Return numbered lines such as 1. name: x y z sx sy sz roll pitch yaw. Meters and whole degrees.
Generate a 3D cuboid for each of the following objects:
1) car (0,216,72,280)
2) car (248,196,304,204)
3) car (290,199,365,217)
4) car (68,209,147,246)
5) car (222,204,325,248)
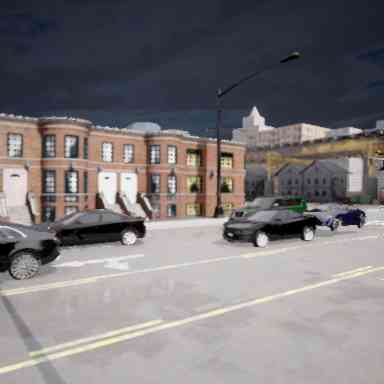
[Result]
1. car: -5.907 1.492 8.375 4.902 1.511 2.128 0 0 -35
2. car: 4.827 1.248 20.289 5.566 2.045 2.150 0 0 -35
3. car: 7.568 1.234 17.863 4.181 1.385 1.994 0 0 -35
4. car: -4.320 1.483 13.804 5.008 1.535 1.882 0 0 -35
5. car: 3.623 1.497 15.150 5.008 1.535 1.882 0 0 -35
